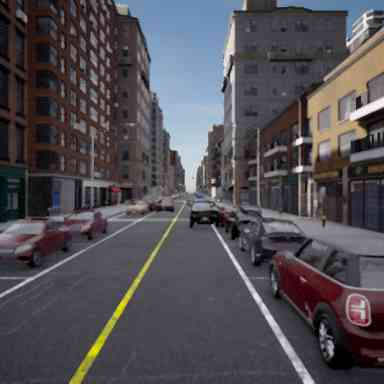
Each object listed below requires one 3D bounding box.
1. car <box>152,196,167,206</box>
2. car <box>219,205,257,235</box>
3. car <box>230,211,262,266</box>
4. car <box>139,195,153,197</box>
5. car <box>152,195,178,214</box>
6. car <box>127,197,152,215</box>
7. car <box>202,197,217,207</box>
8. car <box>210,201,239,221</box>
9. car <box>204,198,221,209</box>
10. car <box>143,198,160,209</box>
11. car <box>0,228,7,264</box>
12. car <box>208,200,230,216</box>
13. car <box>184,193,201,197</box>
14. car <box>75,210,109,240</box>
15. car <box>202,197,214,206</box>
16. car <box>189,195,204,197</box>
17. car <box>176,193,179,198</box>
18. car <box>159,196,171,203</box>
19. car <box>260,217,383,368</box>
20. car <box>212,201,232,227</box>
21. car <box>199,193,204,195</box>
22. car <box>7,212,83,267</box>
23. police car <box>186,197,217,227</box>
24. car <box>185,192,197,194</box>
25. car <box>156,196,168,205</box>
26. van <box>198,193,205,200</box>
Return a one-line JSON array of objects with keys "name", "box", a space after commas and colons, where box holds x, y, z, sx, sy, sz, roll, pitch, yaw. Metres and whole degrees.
[{"name": "car", "box": [-5.377, 1.408, 55.409, 1.967, 1.590, 4.097, 0, 0, 0]}, {"name": "car", "box": [2.641, 1.550, 16.783, 1.947, 1.339, 4.313, 0, 0, 0]}, {"name": "car", "box": [2.640, 1.539, 11.265, 2.008, 1.369, 4.403, 0, 0, 0]}, {"name": "car", "box": [-5.380, 1.290, 38.853, 2.192, 1.841, 5.009, 0, 0, 0]}, {"name": "car", "box": [-2.839, 1.453, 36.015, 1.882, 1.535, 5.008, 0, 0, 0]}, {"name": "car", "box": [-5.377, 1.502, 33.167, 1.752, 1.417, 4.829, 0, 0, 0]}, {"name": "car", "box": [2.647, 1.521, 49.896, 2.008, 1.369, 4.403, 0, 0, 0]}, {"name": "car", "box": [2.643, 1.530, 27.820, 2.008, 1.369, 4.403, 0, 0, 0]}, {"name": "car", "box": [2.646, 1.523, 44.378, 2.008, 1.369, 4.403, 0, 0, 0]}, {"name": "car", "box": [-5.379, 1.554, 44.372, 1.802, 1.307, 4.206, 0, 0, 0]}, {"name": "car", "box": [-5.386, 1.519, 5.574, 1.752, 1.417, 4.829, 0, 0, 0]}, {"name": "car", "box": [2.644, 1.559, 33.340, 1.802, 1.307, 4.206, 0, 0, 0]}, {"name": "car", "box": [0.011, 1.458, 57.878, 2.128, 1.511, 4.902, 0, 0, 0]}, {"name": "car", "box": [-5.384, 1.566, 16.780, 1.802, 1.307, 4.206, 0, 0, 0]}, {"name": "car", "box": [2.648, 1.550, 55.415, 1.802, 1.307, 4.206, 0, 0, 0]}, {"name": "car", "box": [0.832, 1.453, 38.482, 1.882, 1.535, 5.008, 0, 0, 0]}, {"name": "car", "box": [-5.370, 1.501, 93.527, 2.008, 1.369, 4.403, 0, 0, 0]}, {"name": "car", "box": [-5.375, 1.514, 66.446, 2.008, 1.369, 4.403, 0, 0, 0]}, {"name": "car", "box": [2.639, 1.433, 5.746, 1.967, 1.590, 4.097, 0, 0, 0]}, {"name": "car", "box": [2.642, 1.526, 22.301, 1.887, 1.381, 4.507, 0, 0, 0]}, {"name": "car", "box": [2.649, 1.405, 60.934, 1.967, 1.590, 4.097, 0, 0, 0]}, {"name": "car", "box": [-5.385, 1.570, 11.263, 1.802, 1.307, 4.206, 0, 0, 0]}, {"name": "police car", "box": [0.733, 1.407, 22.573, 1.930, 1.638, 5.238, 0, 0, -1]}, {"name": "car", "box": [0.014, 1.339, 73.182, 2.033, 1.411, 5.357, 0, 0, 0]}, {"name": "car", "box": [-5.376, 1.491, 60.757, 1.752, 1.417, 4.829, 0, 0, 0]}, {"name": "van", "box": [2.655, 1.291, 93.534, 1.690, 1.788, 3.998, 0, 0, 0]}]
